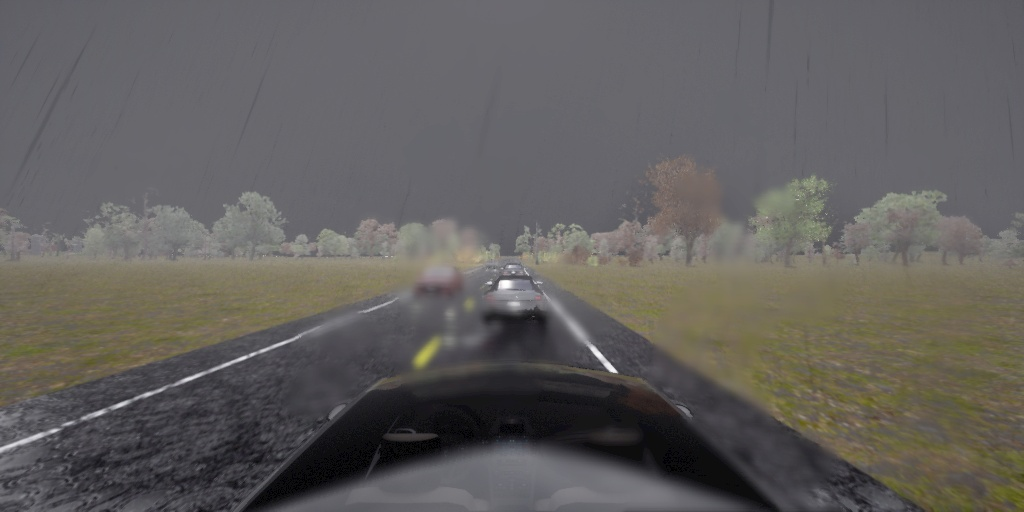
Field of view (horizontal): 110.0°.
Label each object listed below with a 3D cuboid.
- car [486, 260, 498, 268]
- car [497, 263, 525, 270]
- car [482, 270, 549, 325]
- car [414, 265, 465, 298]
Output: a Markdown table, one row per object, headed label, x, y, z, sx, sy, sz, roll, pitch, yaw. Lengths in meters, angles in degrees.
| label | x | y | z | sx | sy | sz | roll | pitch | yaw |
| --- | --- | --- | --- | --- | --- | --- | --- | --- | --- |
| car | -3.492 | 1.423 | 62.396 | 1.895 | 1.301 | 4.718 | 0 | 0 | 0 |
| car | 0.104 | 1.300 | 29.655 | 2.033 | 1.411 | 5.357 | 0 | 0 | 0 |
| car | 0.101 | 1.315 | 11.852 | 1.994 | 1.385 | 4.181 | 0 | 0 | 0 |
| car | -3.597 | 1.230 | 18.522 | 1.882 | 1.535 | 5.008 | 0 | 0 | 0 |
